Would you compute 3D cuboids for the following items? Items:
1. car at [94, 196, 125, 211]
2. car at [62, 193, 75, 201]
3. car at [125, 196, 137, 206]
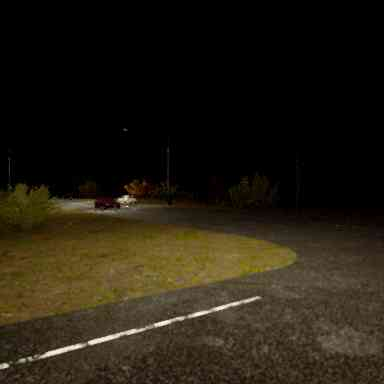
[{"bbox_3d":[-9.829,1.334,38.261,1.812,1.442,4.674,0,0,-37],"label":"car"},{"bbox_3d":[-26.827,1.071,72.256,1.837,1.490,4.892,0,1,-37],"label":"car"},{"bbox_3d":[-9.860,1.256,49.883,1.812,1.442,4.674,0,0,-37],"label":"car"}]
